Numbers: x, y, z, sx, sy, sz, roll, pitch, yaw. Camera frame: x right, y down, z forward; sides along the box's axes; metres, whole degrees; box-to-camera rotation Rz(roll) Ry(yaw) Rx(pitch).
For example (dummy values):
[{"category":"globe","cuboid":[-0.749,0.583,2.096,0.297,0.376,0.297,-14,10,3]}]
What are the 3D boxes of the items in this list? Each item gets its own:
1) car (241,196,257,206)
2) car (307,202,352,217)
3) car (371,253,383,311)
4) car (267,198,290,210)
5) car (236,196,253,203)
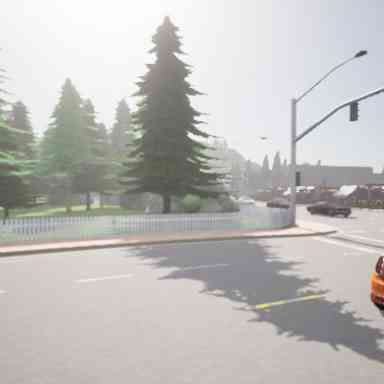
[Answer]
[{"category":"car","cuboid":[8.563,1.548,51.981,1.812,1.442,4.674,0,0,-13]},{"category":"car","cuboid":[13.211,1.676,32.231,1.895,1.301,4.718,0,0,-13]},{"category":"car","cuboid":[5.557,1.370,6.028,4.553,1.767,2.097,0,0,-23]},{"category":"car","cuboid":[11.060,1.528,41.351,1.882,1.535,5.008,0,0,-13]},{"category":"car","cuboid":[11.277,1.603,71.298,1.895,1.301,4.718,0,0,-13]}]
